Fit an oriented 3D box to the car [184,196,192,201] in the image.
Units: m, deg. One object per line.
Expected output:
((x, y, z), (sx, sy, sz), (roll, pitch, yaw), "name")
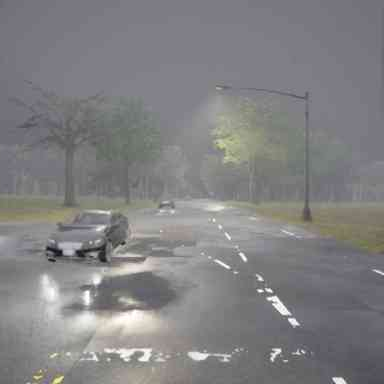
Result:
((-1.198, 1.837, 94.205), (1.837, 1.490, 4.892), (0, 0, 7), "car")

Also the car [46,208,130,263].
((-3.474, 1.375, 11.873), (2.128, 1.511, 4.902), (1, 2, 0), "car")

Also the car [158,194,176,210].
((-3.465, 1.336, 46.348), (2.150, 2.045, 5.566), (0, 0, 0), "car")
